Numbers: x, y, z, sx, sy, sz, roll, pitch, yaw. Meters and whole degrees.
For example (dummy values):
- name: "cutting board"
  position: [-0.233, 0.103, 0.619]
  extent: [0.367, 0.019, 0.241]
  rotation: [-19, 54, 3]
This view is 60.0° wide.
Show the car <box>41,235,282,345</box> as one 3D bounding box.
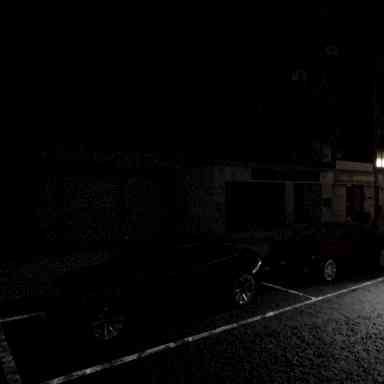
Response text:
- name: "car"
  position: [-0.515, 1.566, 6.397]
  extent: [4.313, 1.339, 1.947]
  rotation: [0, 0, -35]

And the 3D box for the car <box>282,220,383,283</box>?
- name: "car"
  position: [4.101, 1.544, 9.686]
  extent: [4.507, 1.381, 1.887]
  rotation: [0, 0, -35]
